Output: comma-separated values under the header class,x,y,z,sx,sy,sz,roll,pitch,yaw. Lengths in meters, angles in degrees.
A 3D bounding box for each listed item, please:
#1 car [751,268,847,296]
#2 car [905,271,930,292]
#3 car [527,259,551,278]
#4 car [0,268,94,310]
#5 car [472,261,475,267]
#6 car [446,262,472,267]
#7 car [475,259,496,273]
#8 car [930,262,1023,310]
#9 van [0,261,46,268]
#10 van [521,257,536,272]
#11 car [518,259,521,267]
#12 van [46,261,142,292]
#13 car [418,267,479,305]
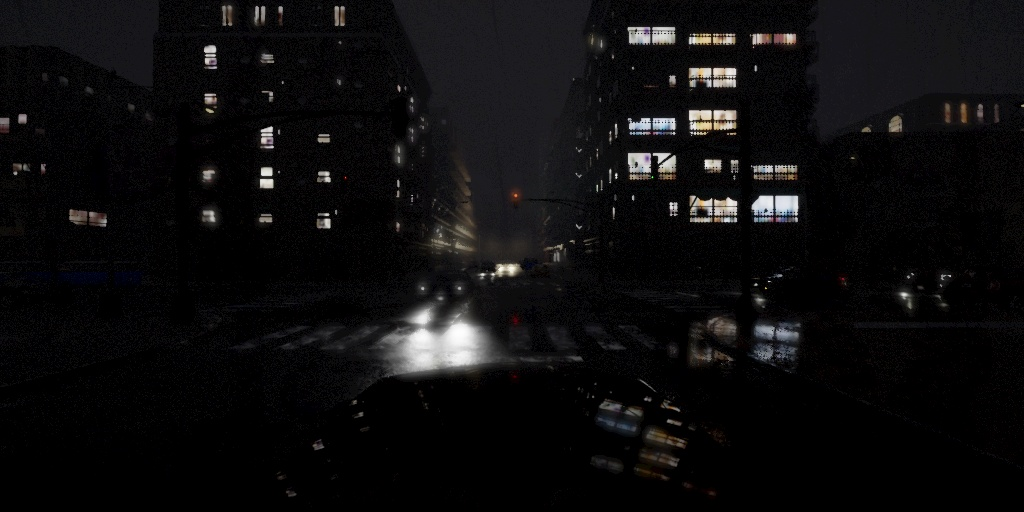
class,x,y,z,sx,sy,sz,roll,pitch,yaw
car,14.688,1.304,18.634,4.181,1.385,1.994,0,-1,1
car,23.387,1.074,18.520,4.553,1.767,2.097,0,-1,1
car,2.623,1.290,33.585,1.751,1.417,4.829,0,0,0
car,-19.364,1.290,13.663,4.403,1.370,2.007,0,0,1
car,-5.431,1.367,52.995,1.802,1.307,4.207,0,0,0
car,-5.522,1.317,36.022,2.007,1.370,4.403,0,0,0
car,-2.844,1.320,43.118,2.033,1.411,5.357,0,0,0
car,18.663,1.103,13.157,4.097,1.591,1.967,0,0,1
van,-30.447,1.201,21.691,3.998,1.789,1.690,0,0,1
van,2.495,1.119,47.418,1.690,1.789,3.998,0,0,0
car,2.450,1.100,53.071,2.192,1.841,5.009,0,0,0
van,-24.853,1.191,21.617,3.998,1.789,1.690,0,0,1
car,-2.782,1.356,16.202,1.895,1.301,4.718,0,0,0
